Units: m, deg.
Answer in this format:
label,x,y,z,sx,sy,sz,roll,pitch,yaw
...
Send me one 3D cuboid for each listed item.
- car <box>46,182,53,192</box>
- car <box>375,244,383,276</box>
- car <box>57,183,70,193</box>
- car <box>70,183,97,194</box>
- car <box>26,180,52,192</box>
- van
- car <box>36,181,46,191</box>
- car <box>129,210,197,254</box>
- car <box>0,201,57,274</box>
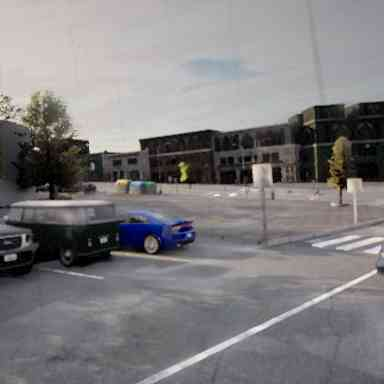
label,x,y,z,sx,sy,sz,roll,pitch,yaw
car,-22.770,-0.809,58.245,2.002,1.452,4.674,0,6,9
car,6.561,1.428,8.635,5.357,1.411,2.033,-1,0,-43
car,-20.172,-0.747,56.830,2.231,1.521,4.892,0,6,10
car,-17.602,-0.607,55.354,2.163,1.488,4.792,0,6,10
car,-27.991,-1.164,60.961,2.185,1.767,4.553,0,6,8
van,-4.624,1.285,11.392,4.442,1.987,1.878,-1,0,29
car,-25.366,-0.948,59.640,2.097,1.535,5.008,0,6,8
car,-2.238,1.471,13.284,5.008,1.535,2.097,-1,0,29
car,-6.770,1.293,9.375,5.566,2.045,2.435,-1,-1,30
